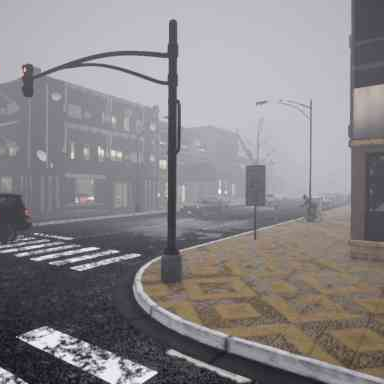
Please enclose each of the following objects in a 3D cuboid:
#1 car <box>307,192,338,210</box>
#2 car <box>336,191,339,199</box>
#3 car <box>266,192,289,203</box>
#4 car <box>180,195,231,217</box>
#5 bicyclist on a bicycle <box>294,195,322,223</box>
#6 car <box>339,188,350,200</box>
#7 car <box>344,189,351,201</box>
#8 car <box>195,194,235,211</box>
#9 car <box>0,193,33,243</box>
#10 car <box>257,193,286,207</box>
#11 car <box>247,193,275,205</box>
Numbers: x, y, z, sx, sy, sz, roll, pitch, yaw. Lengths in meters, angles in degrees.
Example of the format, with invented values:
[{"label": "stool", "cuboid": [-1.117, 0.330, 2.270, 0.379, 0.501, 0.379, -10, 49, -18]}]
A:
[{"label": "car", "cuboid": [12.673, 0.993, 33.051, 2.008, 1.369, 4.403, 2, 2, 35]}, {"label": "car", "cuboid": [18.555, 0.788, 46.299, 1.895, 1.301, 4.718, 1, 1, 35]}, {"label": "car", "cuboid": [12.126, 0.767, 47.226, 1.802, 1.307, 4.206, 2, 2, 35]}, {"label": "car", "cuboid": [1.051, 1.187, 26.640, 1.895, 1.301, 4.718, 1, 1, 35]}, {"label": "bicyclist on a bicycle", "cuboid": [6.797, 1.003, 19.582, 1.656, 1.620, 0.582, 0, 1, 35]}, {"label": "car", "cuboid": [24.237, 0.572, 54.535, 2.033, 1.411, 5.357, 1, 1, 36]}, {"label": "car", "cuboid": [25.436, 0.619, 51.669, 1.887, 1.381, 4.507, 2, 2, 35]}, {"label": "car", "cuboid": [2.411, 1.011, 33.359, 2.008, 1.369, 4.403, 2, 2, 35]}, {"label": "car", "cuboid": [-9.434, 1.078, 13.339, 5.566, 2.045, 2.150, -1, 2, -41]}, {"label": "car", "cuboid": [8.862, 0.889, 37.891, 1.812, 1.442, 4.674, 1, 2, 35]}, {"label": "car", "cuboid": [8.886, 0.821, 42.604, 1.887, 1.381, 4.507, 2, 2, 35]}]
